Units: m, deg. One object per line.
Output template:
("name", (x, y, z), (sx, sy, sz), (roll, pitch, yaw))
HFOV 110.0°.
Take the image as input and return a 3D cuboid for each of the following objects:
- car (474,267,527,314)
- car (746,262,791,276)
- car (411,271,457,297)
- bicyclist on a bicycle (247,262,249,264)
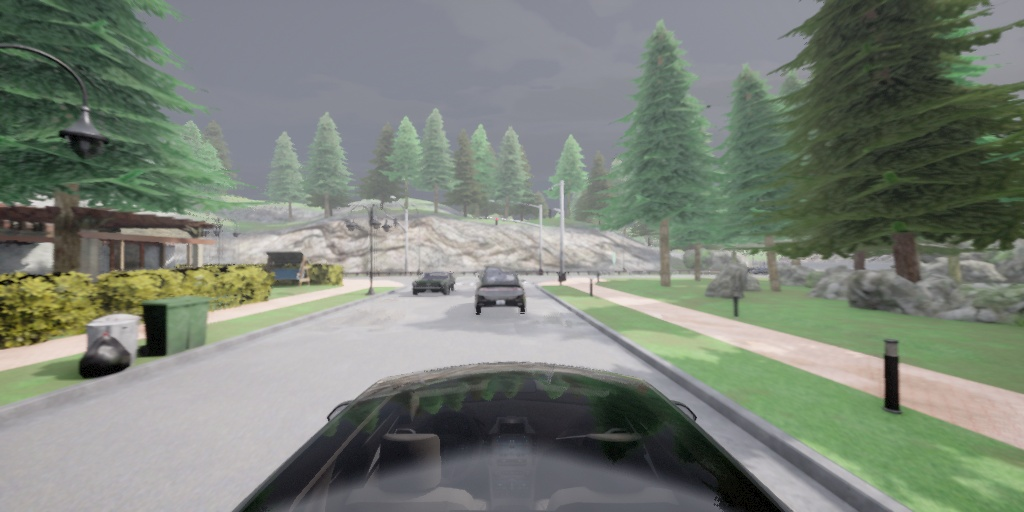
("car", (-0.477, 1.359, 14.400), (2.128, 1.511, 4.902), (0, 0, -2))
("car", (28.270, 1.371, 38.678), (5.357, 1.411, 2.033), (0, -1, -3))
("car", (-4.380, 1.538, 20.638), (1.895, 1.301, 4.718), (0, -1, -2))
("bicyclist on a bicycle", (-28.842, 1.466, 39.283), (0.582, 1.620, 1.656), (0, 1, -3))
